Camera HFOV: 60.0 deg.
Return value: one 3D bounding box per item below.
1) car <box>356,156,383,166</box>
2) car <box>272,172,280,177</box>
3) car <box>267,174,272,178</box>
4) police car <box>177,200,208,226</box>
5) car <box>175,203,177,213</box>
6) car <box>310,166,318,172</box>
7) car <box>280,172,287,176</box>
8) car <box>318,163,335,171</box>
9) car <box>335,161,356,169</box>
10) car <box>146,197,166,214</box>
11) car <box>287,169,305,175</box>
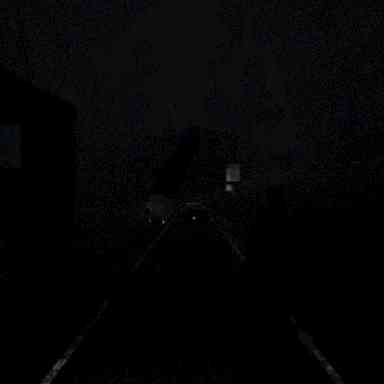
[{"bbox_3d":[22.524,-3.563,40.257,2.097,1.535,5.008,0,1,-4],"label":"car"},{"bbox_3d":[21.404,-4.029,78.961,2.185,1.767,4.553,0,0,-1],"label":"car"},{"bbox_3d":[21.295,-4.061,84.481,2.185,1.767,4.553,0,0,-1],"label":"car"},{"bbox_3d":[0.147,1.572,24.586,1.930,1.638,5.238,0,-1,0],"label":"police car"},{"bbox_3d":[-0.936,1.784,41.704,2.097,1.767,4.553,0,-1,-9],"label":"car"},{"bbox_3d":[21.842,-3.755,56.856,2.231,1.521,4.892,0,0,-1],"label":"car"},{"bbox_3d":[21.517,-3.826,73.287,2.002,1.452,4.674,0,0,-1],"label":"car"},{"bbox_3d":[21.960,-3.705,51.338,2.231,1.521,4.892,0,1,-1],"label":"car"},{"bbox_3d":[22.182,-3.596,45.795,2.002,1.452,4.674,0,1,-2],"label":"car"},{"bbox_3d":[-4.460,1.661,40.995,2.150,2.045,5.566,0,-2,-9],"label":"car"},{"bbox_3d":[21.625,-3.956,67.794,2.185,1.767,4.553,0,0,-1],"label":"car"}]
